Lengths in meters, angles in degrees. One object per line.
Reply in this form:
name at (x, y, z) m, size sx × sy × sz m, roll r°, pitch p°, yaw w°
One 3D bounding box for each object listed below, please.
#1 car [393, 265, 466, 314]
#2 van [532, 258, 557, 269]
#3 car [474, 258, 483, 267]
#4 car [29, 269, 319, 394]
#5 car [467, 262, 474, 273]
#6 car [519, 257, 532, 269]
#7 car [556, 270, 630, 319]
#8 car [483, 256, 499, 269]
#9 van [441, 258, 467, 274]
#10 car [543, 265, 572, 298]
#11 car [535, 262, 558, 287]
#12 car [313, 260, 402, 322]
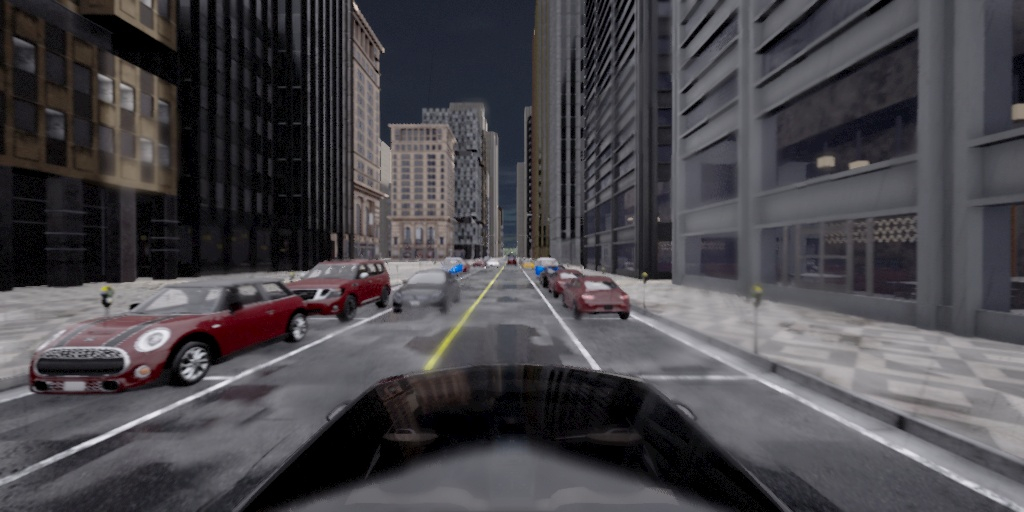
car at (-3.096, 1.262, 13.831) m, size 1.812 × 1.442 × 4.674 m, roll 0°, pitch 0°, yaw 0°
van at (2.769, 1.059, 29.280) m, size 1.690 × 1.789 × 3.998 m, roll 0°, pitch 0°, yaw 0°
car at (-5.748, 1.114, 63.124) m, size 1.967 × 1.591 × 4.097 m, roll 0°, pitch 0°, yaw 0°
car at (-5.761, 1.185, 6.715) m, size 1.967 × 1.591 × 4.097 m, roll 0°, pitch 0°, yaw 0°
car at (-5.753, 1.250, 40.561) m, size 1.888 × 1.381 × 4.507 m, roll 0°, pitch 0°, yaw 0°
car at (2.363, 1.144, 53.768) m, size 1.801 × 1.575 × 5.366 m, roll 0°, pitch 0°, yaw 0°
car at (2.765, 1.320, 12.358) m, size 1.802 × 1.307 × 4.207 m, roll 0°, pitch 0°, yaw 0°
car at (-3.034, 1.210, 56.488) m, size 1.812 × 1.442 × 4.674 m, roll 0°, pitch 0°, yaw 1°
van at (-5.755, 1.053, 34.920) m, size 1.690 × 1.789 × 3.998 m, roll 0°, pitch 0°, yaw 0°
car at (2.767, 1.313, 17.999) m, size 1.802 × 1.307 × 4.207 m, roll 0°, pitch 0°, yaw 0°
car at (2.768, 1.290, 23.640) m, size 1.948 × 1.339 × 4.313 m, roll 0°, pitch 0°, yaw 0°
car at (-5.760, 1.053, 12.357) m, size 2.192 × 1.841 × 5.009 m, roll 0°, pitch 0°, yaw 0°
